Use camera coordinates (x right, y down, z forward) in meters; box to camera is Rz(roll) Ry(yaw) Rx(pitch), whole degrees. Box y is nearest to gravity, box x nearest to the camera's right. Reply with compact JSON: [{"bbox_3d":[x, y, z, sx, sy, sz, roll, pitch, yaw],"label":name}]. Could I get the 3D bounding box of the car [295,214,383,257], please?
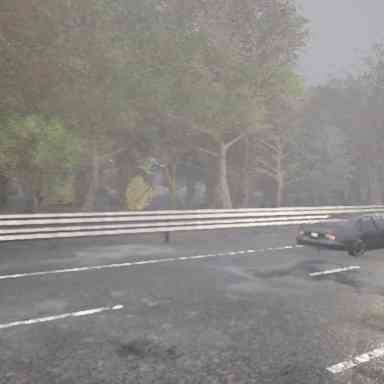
[{"bbox_3d":[6.458,1.555,12.853,5.357,1.411,2.033,0,0,-29],"label":"car"}]
